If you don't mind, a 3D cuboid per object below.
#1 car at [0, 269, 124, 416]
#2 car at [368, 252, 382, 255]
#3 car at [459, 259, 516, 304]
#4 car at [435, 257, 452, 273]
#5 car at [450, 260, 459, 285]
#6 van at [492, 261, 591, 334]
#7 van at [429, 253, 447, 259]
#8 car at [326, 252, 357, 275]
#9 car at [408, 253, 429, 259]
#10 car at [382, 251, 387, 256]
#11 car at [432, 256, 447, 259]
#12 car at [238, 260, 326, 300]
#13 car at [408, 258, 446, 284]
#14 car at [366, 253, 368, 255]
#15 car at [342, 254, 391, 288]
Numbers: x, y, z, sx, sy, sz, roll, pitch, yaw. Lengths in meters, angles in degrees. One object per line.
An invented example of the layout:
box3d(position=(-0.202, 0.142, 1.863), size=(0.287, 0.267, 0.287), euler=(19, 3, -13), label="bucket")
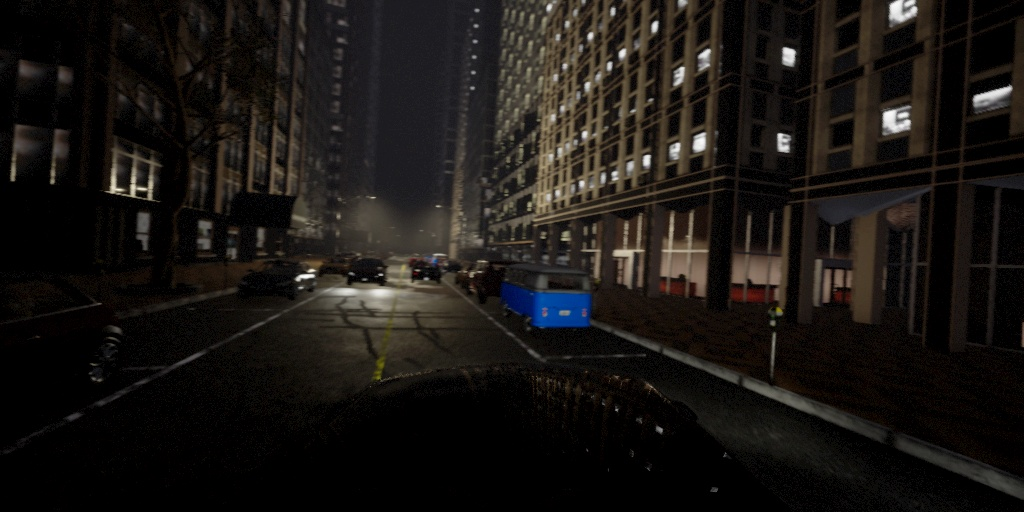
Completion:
box3d(position=(-5.679, 0.869, 2.892), size=(1.967, 1.591, 4.097), euler=(0, 0, -16), label="car")
box3d(position=(-18.427, 0.334, 46.657), size=(1.948, 1.339, 4.313), euler=(0, 0, -16), label="car")
box3d(position=(-0.833, 1.048, 16.178), size=(2.192, 1.841, 5.009), euler=(0, 0, -16), label="car")
box3d(position=(-5.615, 1.038, 32.592), size=(2.007, 1.370, 4.403), euler=(0, 0, -16), label="car")
box3d(position=(-2.475, 1.178, 21.811), size=(1.751, 1.417, 4.829), euler=(0, 0, -16), label="car")
box3d(position=(0.760, 1.153, 10.706), size=(1.690, 1.789, 3.998), euler=(0, 0, -16), label="van")
box3d(position=(-8.801, 0.658, 43.532), size=(1.690, 1.789, 3.998), euler=(0, 0, -16), label="van")
box3d(position=(-12.006, 0.634, 24.611), size=(1.751, 1.417, 4.829), euler=(0, 0, -16), label="car")
box3d(position=(-11.381, 0.519, 43.247), size=(2.097, 1.767, 4.553), euler=(3, 0, -16), label="car")
box3d(position=(-21.613, 0.174, 57.598), size=(1.802, 1.307, 4.207), euler=(0, 0, -16), label="car")
box3d(position=(-7.208, 0.985, 38.062), size=(1.802, 1.307, 4.207), euler=(0, 0, -16), label="car")
box3d(position=(-8.866, 0.821, 13.833), size=(2.007, 1.370, 4.403), euler=(0, 0, -16), label="car")
box3d(position=(-5.780, 1.065, 23.882), size=(1.895, 1.301, 4.718), euler=(3, 0, -16), label="car")
box3d(position=(-13.647, 0.465, 30.247), size=(1.967, 1.591, 4.097), euler=(0, 0, -16), label="car")
box3d(position=(-7.909, 0.862, 19.962), size=(1.812, 1.442, 4.674), euler=(3, 0, -16), label="car")
